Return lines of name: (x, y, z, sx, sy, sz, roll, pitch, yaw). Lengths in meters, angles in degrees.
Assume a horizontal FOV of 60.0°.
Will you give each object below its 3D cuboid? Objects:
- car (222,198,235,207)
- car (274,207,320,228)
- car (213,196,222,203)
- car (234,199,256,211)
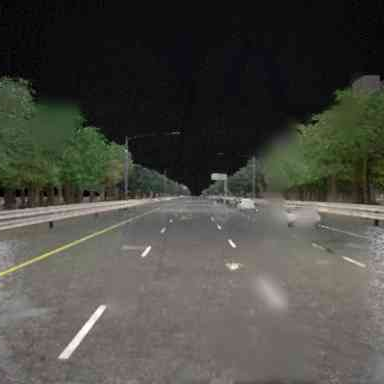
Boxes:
car: (7.226, 1.898, 61.036, 2.128, 1.511, 4.902, 0, -1, 0)
car: (7.037, 1.673, 22.882, 1.895, 1.301, 4.718, 0, 0, 0)
car: (7.488, 2.206, 91.177, 1.837, 1.490, 4.892, 0, -1, 1)
car: (7.121, 1.781, 43.823, 1.812, 1.442, 4.674, 0, -1, 0)
